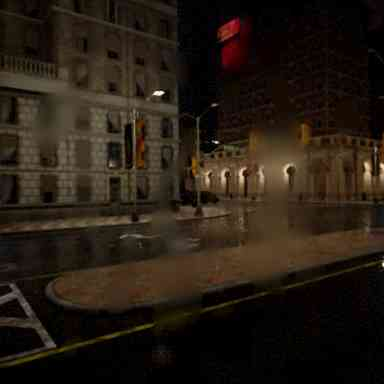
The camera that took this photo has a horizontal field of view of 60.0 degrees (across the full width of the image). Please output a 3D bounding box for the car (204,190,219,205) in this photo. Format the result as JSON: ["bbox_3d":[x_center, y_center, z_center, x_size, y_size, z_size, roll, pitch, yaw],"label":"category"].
[{"bbox_3d":[1.759,0.784,50.322,2.150,2.045,5.566,-1,1,-35],"label":"car"}]

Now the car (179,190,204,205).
[{"bbox_3d":[-1.111,0.837,48.324,2.150,2.045,5.566,-1,1,-35],"label":"car"}]
